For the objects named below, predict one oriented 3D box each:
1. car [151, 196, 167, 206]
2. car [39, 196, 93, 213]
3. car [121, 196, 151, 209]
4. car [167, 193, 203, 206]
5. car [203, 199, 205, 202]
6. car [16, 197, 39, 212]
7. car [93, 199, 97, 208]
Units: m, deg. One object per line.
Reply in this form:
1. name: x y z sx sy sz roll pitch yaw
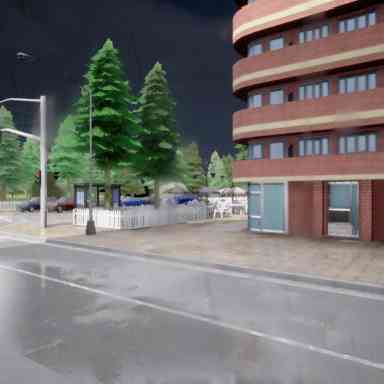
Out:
1. car: -6.629 1.449 51.016 1.837 1.490 4.892 0 0 41
2. car: -13.605 1.297 36.093 2.097 1.767 4.553 0 0 36
3. car: -8.195 1.422 43.536 1.882 1.535 5.008 0 0 37
4. car: -1.370 1.166 51.726 5.566 2.045 2.150 0 0 -44
5. car: 0.520 1.508 57.877 4.181 1.385 1.994 0 0 -37
6. car: -17.089 1.297 37.231 2.097 1.767 4.553 0 0 35
7. car: -12.053 1.508 44.201 1.994 1.385 4.181 0 0 35
